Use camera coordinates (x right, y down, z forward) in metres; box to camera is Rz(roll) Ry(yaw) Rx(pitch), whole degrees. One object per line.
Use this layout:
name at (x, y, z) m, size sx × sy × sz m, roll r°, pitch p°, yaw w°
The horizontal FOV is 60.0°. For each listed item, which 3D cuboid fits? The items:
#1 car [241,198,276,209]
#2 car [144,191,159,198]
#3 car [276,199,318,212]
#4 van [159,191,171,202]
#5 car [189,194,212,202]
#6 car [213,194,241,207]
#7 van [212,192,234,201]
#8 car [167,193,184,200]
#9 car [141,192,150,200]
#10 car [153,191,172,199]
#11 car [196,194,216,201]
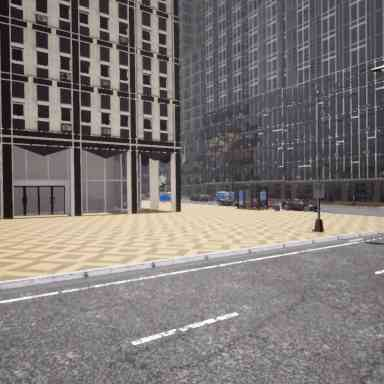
car at (8.425, 1.388, 40.445) m, size 1.802 × 1.307 × 4.206 m, roll 0°, pitch 1°, yaw -34°
car at (-10.174, 0.686, 82.789) m, size 1.967 × 1.590 × 4.097 m, roll 0°, pitch 1°, yaw -34°
car at (11.613, 1.424, 35.737) m, size 1.947 × 1.339 × 4.313 m, roll 0°, pitch 1°, yaw -34°
van at (-4.290, 0.937, 59.286) m, size 1.690 × 1.788 × 3.998 m, roll 0°, pitch 1°, yaw -34°
car at (1.179, 1.078, 61.535) m, size 1.994 × 1.385 × 4.181 m, roll -1°, pitch 1°, yaw -35°
car at (5.271, 1.319, 45.172) m, size 1.947 × 1.339 × 4.313 m, roll 0°, pitch 1°, yaw -34°
van at (5.836, 0.855, 59.309) m, size 1.690 × 1.788 × 3.998 m, roll 0°, pitch 1°, yaw -34°
car at (-3.770, 0.936, 73.400) m, size 1.802 × 1.307 × 4.206 m, roll 0°, pitch 1°, yaw -34°
car at (-10.694, 1.039, 68.680) m, size 2.008 × 1.369 × 4.403 m, roll 0°, pitch 1°, yaw -34°
car at (-6.972, 0.615, 78.093) m, size 2.192 × 1.841 × 5.009 m, roll 0°, pitch 1°, yaw -34°
car at (2.634, 1.043, 64.008) m, size 1.802 × 1.307 × 4.206 m, roll 0°, pitch 1°, yaw -34°
